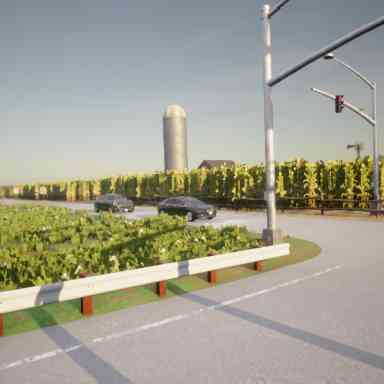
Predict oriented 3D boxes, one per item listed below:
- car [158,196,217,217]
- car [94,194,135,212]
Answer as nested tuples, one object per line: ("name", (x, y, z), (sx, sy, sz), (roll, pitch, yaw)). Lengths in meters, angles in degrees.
("car", (-0.432, 1.080, 22.233), (1.837, 1.490, 4.892), (-3, 2, -40))
("car", (-7.072, 0.967, 30.048), (2.097, 1.767, 4.553), (-3, 2, -40))
